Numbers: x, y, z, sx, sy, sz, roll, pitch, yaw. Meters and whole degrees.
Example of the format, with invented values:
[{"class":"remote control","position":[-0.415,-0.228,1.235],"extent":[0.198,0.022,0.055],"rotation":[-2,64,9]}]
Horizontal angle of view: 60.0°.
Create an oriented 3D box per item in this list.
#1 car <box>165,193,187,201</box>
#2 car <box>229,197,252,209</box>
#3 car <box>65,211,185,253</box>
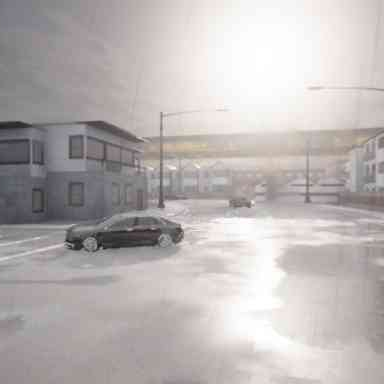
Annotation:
[{"class":"car","position":[-3.037,0.908,61.709],"extent":[2.033,1.411,5.357],"rotation":[0,0,-36]},{"class":"car","position":[5.545,1.231,38.172],"extent":[1.895,1.301,4.718],"rotation":[0,1,-2]},{"class":"car","position":[-2.700,1.600,13.911],"extent":[4.892,1.490,1.837],"rotation":[0,6,-20]}]
